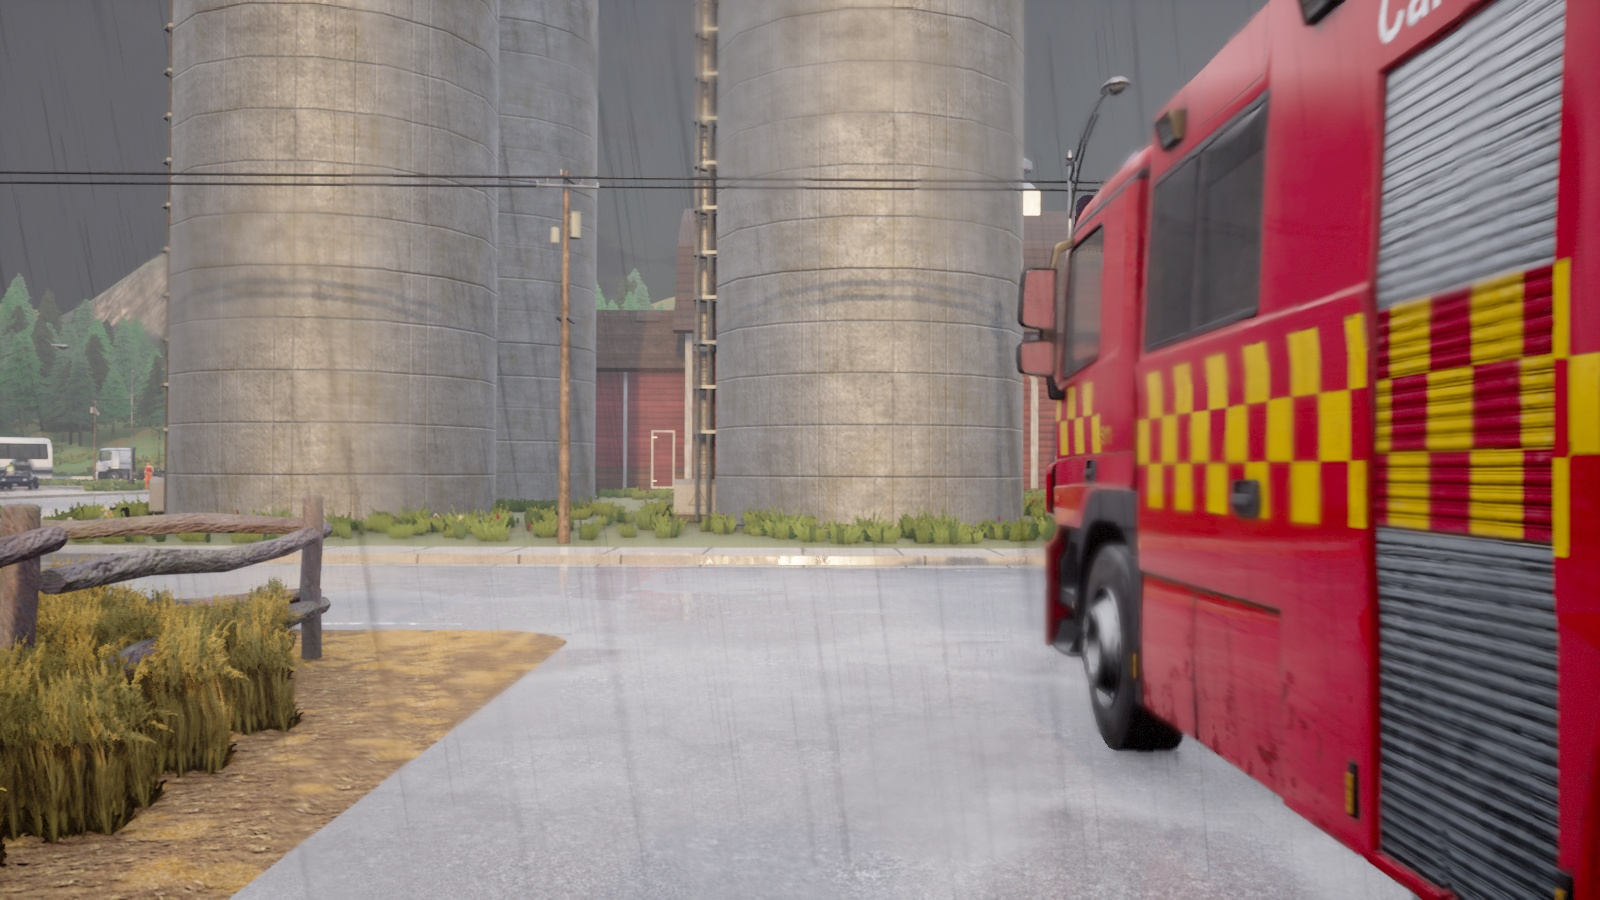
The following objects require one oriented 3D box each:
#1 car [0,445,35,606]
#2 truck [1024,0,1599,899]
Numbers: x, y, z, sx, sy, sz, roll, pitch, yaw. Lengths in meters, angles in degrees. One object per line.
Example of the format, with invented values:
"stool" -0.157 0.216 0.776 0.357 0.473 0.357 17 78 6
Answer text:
"car" -11.270 0.884 14.370 3.866 1.878 1.905 0 -1 0
"truck" 3.086 -0.286 4.837 2.891 3.827 8.468 0 -1 0
